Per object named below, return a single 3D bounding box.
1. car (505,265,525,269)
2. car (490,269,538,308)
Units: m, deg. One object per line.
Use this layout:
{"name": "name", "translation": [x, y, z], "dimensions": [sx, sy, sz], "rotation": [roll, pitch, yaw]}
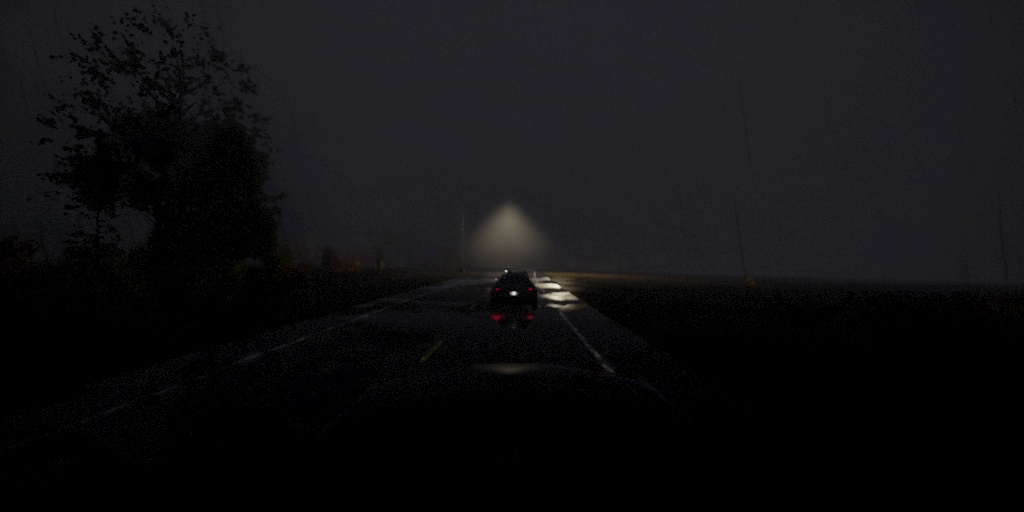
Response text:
{"name": "car", "translation": [0.484, 1.684, 30.862], "dimensions": [1.895, 1.301, 4.718], "rotation": [0, -1, 2]}
{"name": "car", "translation": [0.109, 1.466, 16.081], "dimensions": [1.994, 1.385, 4.181], "rotation": [0, -1, 1]}
